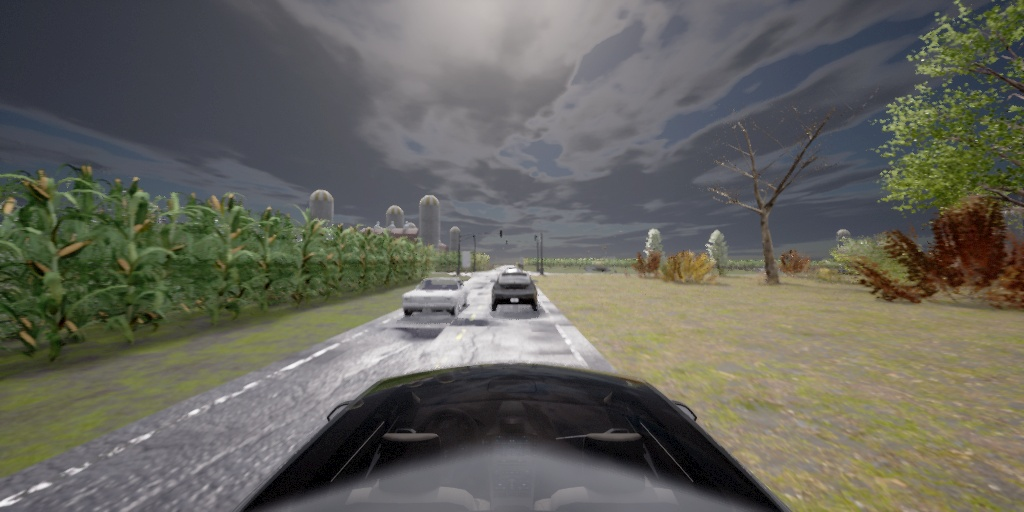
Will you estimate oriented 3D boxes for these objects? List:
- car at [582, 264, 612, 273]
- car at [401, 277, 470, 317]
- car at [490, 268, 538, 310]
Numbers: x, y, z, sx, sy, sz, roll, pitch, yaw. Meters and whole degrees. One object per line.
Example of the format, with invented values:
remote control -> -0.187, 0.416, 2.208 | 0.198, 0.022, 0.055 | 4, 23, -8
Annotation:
car -> 13.834, 2.033, 58.415 | 4.902, 1.511, 2.128 | 1, -2, -4
car -> -2.846, 1.532, 14.203 | 1.895, 1.301, 4.718 | 0, -1, 0
car -> 0.099, 1.460, 15.871 | 1.837, 1.490, 4.892 | 0, -1, 0
